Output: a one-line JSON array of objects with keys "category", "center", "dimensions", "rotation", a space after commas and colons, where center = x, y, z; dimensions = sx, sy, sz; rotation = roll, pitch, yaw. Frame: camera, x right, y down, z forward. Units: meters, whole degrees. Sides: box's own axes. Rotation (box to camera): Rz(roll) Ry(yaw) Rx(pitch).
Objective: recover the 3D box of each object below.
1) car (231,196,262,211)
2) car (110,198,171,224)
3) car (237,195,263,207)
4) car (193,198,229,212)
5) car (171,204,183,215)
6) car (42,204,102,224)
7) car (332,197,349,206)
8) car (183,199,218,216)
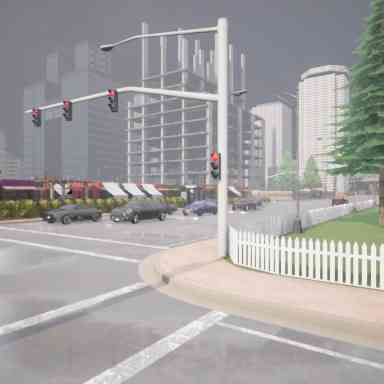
[{"category": "car", "center": [6.565, 1.505, 40.831], "dimensions": [1.837, 1.490, 4.892], "rotation": [0, 0, 34]}, {"category": "car", "center": [-4.008, 1.352, 25.202], "dimensions": [2.097, 1.767, 4.553], "rotation": [0, 0, 34]}, {"category": "car", "center": [8.851, 1.355, 50.388], "dimensions": [2.097, 1.767, 4.553], "rotation": [0, 0, 35]}, {"category": "car", "center": [2.390, 1.547, 40.926], "dimensions": [2.033, 1.411, 5.357], "rotation": [0, 0, 33]}, {"category": "car", "center": [-3.546, 1.547, 32.139], "dimensions": [2.033, 1.411, 5.357], "rotation": [0, 0, 34]}, {"category": "car", "center": [-8.721, 1.564, 24.479], "dimensions": [1.994, 1.385, 4.181], "rotation": [0, 0, 34]}, {"category": "car", "center": [23.959, 1.478, 53.738], "dimensions": [1.882, 1.535, 5.008], "rotation": [0, 0, 34]}, {"category": "car", "center": [0.937, 1.526, 32.500], "dimensions": [1.812, 1.442, 4.674], "rotation": [0, 0, 34]}]
